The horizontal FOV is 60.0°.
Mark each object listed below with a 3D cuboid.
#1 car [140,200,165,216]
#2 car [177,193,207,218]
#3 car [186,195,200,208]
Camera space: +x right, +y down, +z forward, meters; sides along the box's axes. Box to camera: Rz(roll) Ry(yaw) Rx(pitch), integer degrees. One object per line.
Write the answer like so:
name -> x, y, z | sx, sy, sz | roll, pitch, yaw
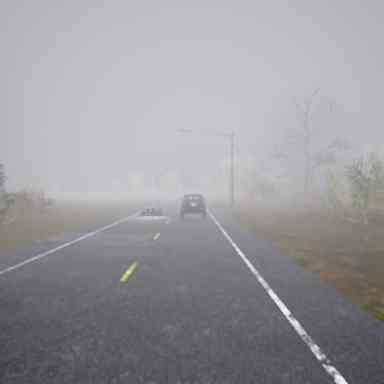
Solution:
car -> -3.590, 1.457, 30.738 | 1.994, 1.385, 4.181 | 0, 0, 0
car -> 0.103, 1.124, 29.034 | 2.150, 2.045, 5.566 | 0, 1, 0
car -> 0.107, 1.304, 46.089 | 1.882, 1.535, 5.008 | 0, 1, 0
